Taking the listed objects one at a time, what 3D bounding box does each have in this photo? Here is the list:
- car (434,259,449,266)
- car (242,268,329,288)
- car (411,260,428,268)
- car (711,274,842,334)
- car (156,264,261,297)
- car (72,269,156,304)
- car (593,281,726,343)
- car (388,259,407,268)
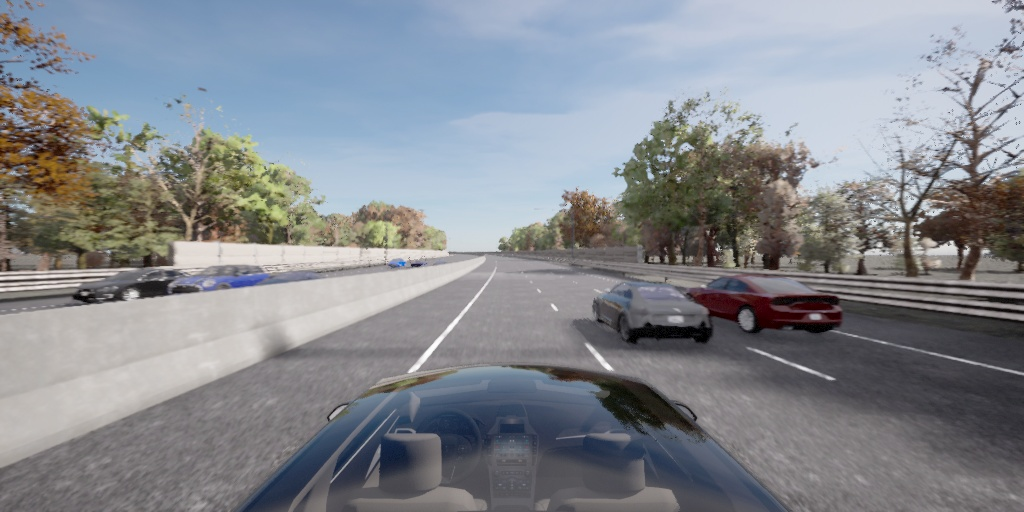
[{"bbox_3d":[-11.398,1.221,58.293,2.033,1.411,5.357,0,1,-1],"label":"car"},{"bbox_3d":[-10.666,1.418,17.731,1.994,1.385,4.181,0,0,0],"label":"car"},{"bbox_3d":[-14.888,1.280,57.737,1.895,1.301,4.718,0,1,-1],"label":"car"},{"bbox_3d":[7.075,1.284,10.846,1.882,1.535,5.008,0,0,0],"label":"car"},{"bbox_3d":[-14.166,1.208,17.703,2.097,1.767,4.553,0,0,0],"label":"car"},{"bbox_3d":[-17.662,1.361,17.223,1.837,1.490,4.892,0,0,0],"label":"car"},{"bbox_3d":[3.579,1.366,9.864,1.994,1.385,4.181,0,0,0],"label":"car"},{"bbox_3d":[-18.392,1.155,57.617,1.882,1.535,5.008,0,1,-1],"label":"car"}]
